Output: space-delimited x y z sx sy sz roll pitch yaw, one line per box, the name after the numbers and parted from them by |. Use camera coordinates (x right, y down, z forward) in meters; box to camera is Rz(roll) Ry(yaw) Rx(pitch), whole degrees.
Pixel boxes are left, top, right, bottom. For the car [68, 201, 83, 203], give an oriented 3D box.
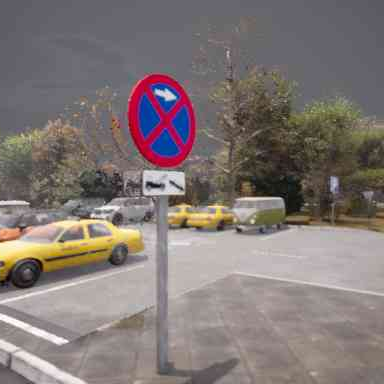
-7.463 1.741 27.566 2.231 1.521 4.892 -2 -1 35 | car

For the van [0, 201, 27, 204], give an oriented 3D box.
-8.423 1.373 13.409 1.878 1.987 4.442 -1 -1 35 | van

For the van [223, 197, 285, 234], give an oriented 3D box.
3.901 1.292 19.457 1.878 1.987 4.442 -1 0 35 | van

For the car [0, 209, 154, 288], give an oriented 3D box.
-3.722 1.519 9.737 1.946 1.575 5.366 -1 0 35 | car

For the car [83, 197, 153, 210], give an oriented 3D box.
-5.188 1.427 25.955 2.435 2.045 5.566 -2 -1 35 | car

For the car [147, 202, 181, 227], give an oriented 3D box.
-0.385 1.579 22.840 1.946 1.575 5.366 -1 -1 35 | car

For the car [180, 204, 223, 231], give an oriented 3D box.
1.791 1.544 21.309 1.946 1.575 5.366 -1 0 35 | car

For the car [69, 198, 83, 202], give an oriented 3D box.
-9.670 1.551 29.076 2.435 2.045 5.566 -2 -1 35 | car

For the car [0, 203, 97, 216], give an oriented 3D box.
-5.986 1.428 11.592 2.185 1.767 4.553 -1 0 35 | car
